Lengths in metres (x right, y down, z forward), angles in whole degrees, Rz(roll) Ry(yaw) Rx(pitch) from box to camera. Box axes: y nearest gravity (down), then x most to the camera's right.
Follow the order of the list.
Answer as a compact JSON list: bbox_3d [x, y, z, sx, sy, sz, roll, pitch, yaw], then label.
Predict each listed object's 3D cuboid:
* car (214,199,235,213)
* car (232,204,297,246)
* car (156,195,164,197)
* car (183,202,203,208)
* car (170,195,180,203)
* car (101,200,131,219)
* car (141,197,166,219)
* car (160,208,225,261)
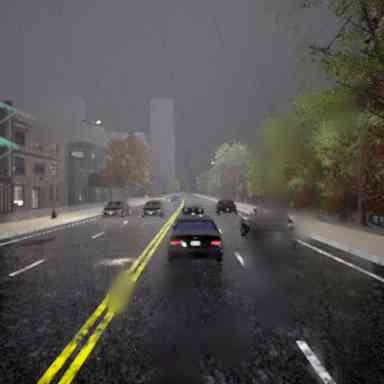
[{"bbox_3d":[3.345,1.472,33.699,1.882,1.535,5.008,0,0,0],"label":"car"},{"bbox_3d":[3.348,1.489,15.316,2.128,1.511,4.902,0,0,0],"label":"car"},{"bbox_3d":[-6.777,1.457,70.512,1.882,1.535,5.008,0,0,-1],"label":"car"},{"bbox_3d":[0.095,1.595,30.868,1.895,1.301,4.718,0,0,0],"label":"car"},{"bbox_3d":[-3.527,1.457,70.565,1.882,1.535,5.008,0,0,-1],"label":"car"},{"bbox_3d":[-6.600,1.499,29.417,1.837,1.490,4.892,0,0,0],"label":"car"},{"bbox_3d":[-3.351,1.499,29.432,1.837,1.490,4.892,0,0,0],"label":"car"},{"bbox_3d":[0.098,1.546,12.216,2.033,1.411,5.357,0,0,0],"label":"car"}]
